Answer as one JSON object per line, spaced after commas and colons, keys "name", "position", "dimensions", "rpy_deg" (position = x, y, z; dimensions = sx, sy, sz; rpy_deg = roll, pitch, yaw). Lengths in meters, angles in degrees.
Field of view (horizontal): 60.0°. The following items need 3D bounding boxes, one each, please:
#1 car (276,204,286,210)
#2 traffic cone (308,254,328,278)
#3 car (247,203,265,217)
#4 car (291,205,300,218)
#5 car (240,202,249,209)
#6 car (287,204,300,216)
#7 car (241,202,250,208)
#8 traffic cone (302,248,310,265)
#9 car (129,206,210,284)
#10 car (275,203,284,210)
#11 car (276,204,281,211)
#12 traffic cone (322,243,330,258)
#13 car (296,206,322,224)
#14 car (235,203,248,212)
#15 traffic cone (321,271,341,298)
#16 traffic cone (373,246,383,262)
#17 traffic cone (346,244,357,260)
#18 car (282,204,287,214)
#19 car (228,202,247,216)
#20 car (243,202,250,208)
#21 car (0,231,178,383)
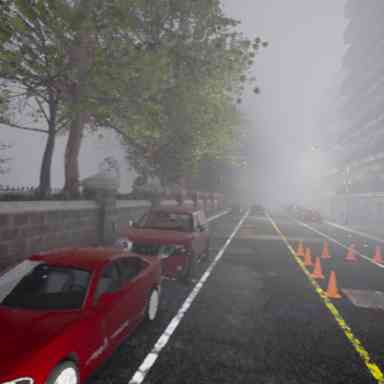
{"name": "car", "position": [21.470, 3.638, 80.431], "dimensions": [1.947, 1.339, 4.313], "rpy_deg": [3, -1, 11]}
{"name": "traffic cone", "position": [3.808, 2.267, 10.085], "dimensions": [0.340, 0.580, 0.340], "rpy_deg": [3, -1, 11]}
{"name": "car", "position": [8.875, 2.460, 45.223], "dimensions": [1.882, 1.535, 5.008], "rpy_deg": [3, -1, 11]}
{"name": "car", "position": [13.987, 2.752, 41.746], "dimensions": [1.887, 1.381, 4.507], "rpy_deg": [3, -1, 11]}
{"name": "car", "position": [12.154, 3.058, 76.336], "dimensions": [1.752, 1.417, 4.829], "rpy_deg": [3, -1, 11]}
{"name": "car", "position": [15.062, 2.770, 47.273], "dimensions": [1.967, 1.590, 4.097], "rpy_deg": [3, -1, 11]}
{"name": "car", "position": [13.254, 3.213, 82.029], "dimensions": [2.008, 1.369, 4.403], "rpy_deg": [3, -1, 11]}
{"name": "traffic cone", "position": [4.188, 2.308, 12.048], "dimensions": [0.340, 0.580, 0.340], "rpy_deg": [3, -1, 11]}
{"name": "car", "position": [-0.632, 1.395, 10.189], "dimensions": [2.192, 1.841, 5.009], "rpy_deg": [3, -1, 11]}
{"name": "car", "position": [22.573, 3.729, 86.126], "dimensions": [1.752, 1.417, 4.829], "rpy_deg": [3, -1, 11]}
{"name": "car", "position": [20.407, 3.387, 74.906], "dimensions": [1.967, 1.590, 4.097], "rpy_deg": [3, -1, 11]}
{"name": "traffic cone", "position": [5.548, 2.399, 13.821], "dimensions": [0.340, 0.580, 0.340], "rpy_deg": [3, -1, 11]}
{"name": "car", "position": [12.919, 2.630, 36.219], "dimensions": [1.887, 1.381, 4.507], "rpy_deg": [3, -1, 11]}
{"name": "car", "position": [8.978, 2.716, 59.923], "dimensions": [2.008, 1.369, 4.403], "rpy_deg": [3, -1, 11]}
{"name": "traffic cone", "position": [3.428, 2.225, 8.122], "dimensions": [0.340, 0.580, 0.340], "rpy_deg": [3, -1, 11]}
{"name": "traffic cone", "position": [7.509, 2.497, 13.440], "dimensions": [0.340, 0.580, 0.340], "rpy_deg": [3, -1, 11]}
{"name": "traffic cone", "position": [6.528, 2.448, 13.630], "dimensions": [0.340, 0.580, 0.340], "rpy_deg": [3, -1, 11]}
{"name": "car", "position": [16.136, 2.767, 52.801], "dimensions": [2.192, 1.841, 5.009], "rpy_deg": [3, -1, 11]}
{"name": "car", "position": [5.776, 2.238, 43.346], "dimensions": [1.967, 1.590, 4.097], "rpy_deg": [3, -1, 11]}
{"name": "car", "position": [14.292, 3.311, 87.389], "dimensions": [1.752, 1.417, 4.829], "rpy_deg": [3, -1, 11]}
{"name": "car", "position": [-1.714, 1.508, 4.658], "dimensions": [1.887, 1.381, 4.507], "rpy_deg": [3, -1, 11]}
